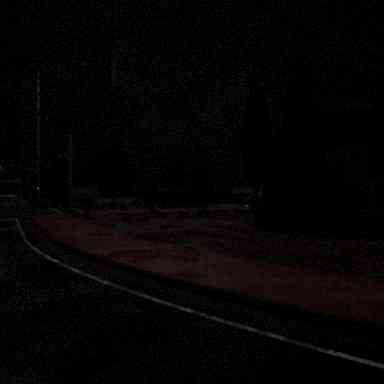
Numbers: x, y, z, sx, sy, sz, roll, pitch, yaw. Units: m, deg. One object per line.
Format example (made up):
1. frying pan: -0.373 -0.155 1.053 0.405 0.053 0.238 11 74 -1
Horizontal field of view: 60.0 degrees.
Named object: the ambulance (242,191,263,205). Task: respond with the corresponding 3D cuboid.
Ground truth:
1. ambulance: 11.925 1.042 59.290 6.366 2.431 2.351 0 0 -29
